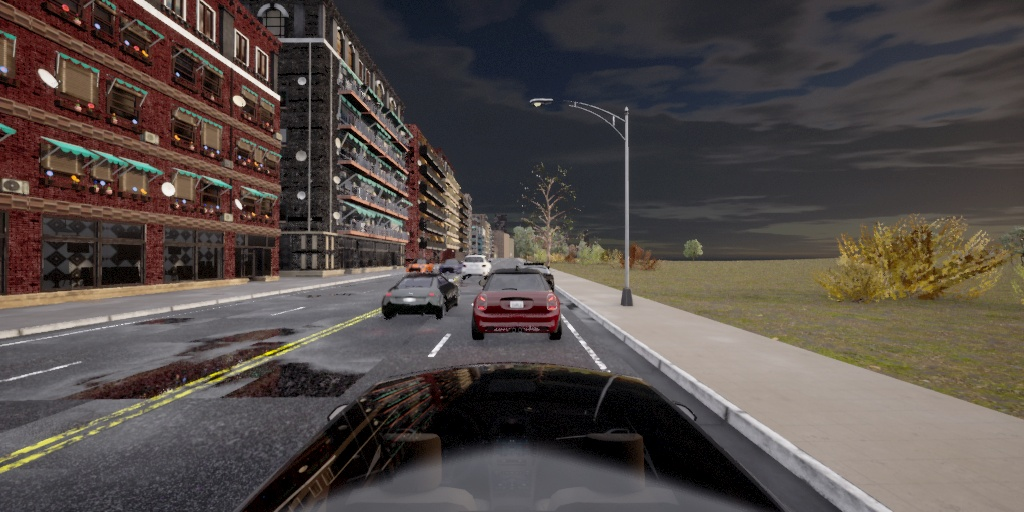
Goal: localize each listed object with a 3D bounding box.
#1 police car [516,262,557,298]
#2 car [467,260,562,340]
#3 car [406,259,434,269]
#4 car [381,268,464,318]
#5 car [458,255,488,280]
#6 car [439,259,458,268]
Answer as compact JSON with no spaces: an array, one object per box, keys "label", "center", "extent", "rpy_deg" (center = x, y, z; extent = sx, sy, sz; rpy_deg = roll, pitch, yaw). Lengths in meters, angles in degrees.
[{"label":"police car","center":[1.178,1.177,19.630],"extent":[1.930,1.638,5.238],"rpy_deg":[0,0,0]},{"label":"car","center":[0.114,1.103,10.134],"extent":[2.097,1.767,4.553],"rpy_deg":[0,0,0]},{"label":"car","center":[-9.767,1.103,38.288],"extent":[2.097,1.767,4.553],"rpy_deg":[0,0,0]},{"label":"car","center":[-3.126,1.315,12.945],"extent":[1.994,1.385,4.181],"rpy_deg":[0,0,0]},{"label":"car","center":[-3.080,0.974,31.932],"extent":[2.150,2.045,5.566],"rpy_deg":[0,0,0]},{"label":"car","center":[-6.516,1.103,38.703],"extent":[2.097,1.767,4.553],"rpy_deg":[0,0,0]}]
